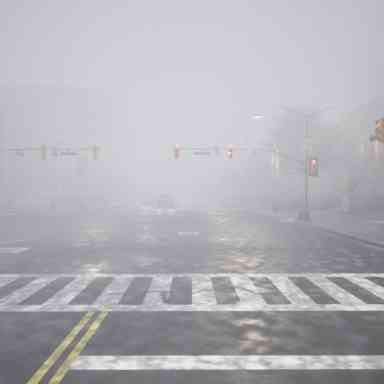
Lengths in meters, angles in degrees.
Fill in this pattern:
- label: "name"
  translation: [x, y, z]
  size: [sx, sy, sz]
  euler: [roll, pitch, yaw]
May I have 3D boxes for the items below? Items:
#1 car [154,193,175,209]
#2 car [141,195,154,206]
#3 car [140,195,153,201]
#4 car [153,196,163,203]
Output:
- label: "car"
  translation: [-3.552, 1.233, 46.007]
  size: [2.150, 2.045, 5.566]
  euler: [0, 0, 0]
- label: "car"
  translation: [-7.115, 1.545, 54.976]
  size: [2.033, 1.411, 5.357]
  euler: [0, 0, 0]
- label: "car"
  translation: [-11.685, 1.471, 85.190]
  size: [1.812, 1.442, 4.674]
  euler: [0, 0, -29]
- label: "car"
  translation: [-7.122, 1.550, 69.935]
  size: [1.994, 1.385, 4.181]
  euler: [0, 0, -3]
